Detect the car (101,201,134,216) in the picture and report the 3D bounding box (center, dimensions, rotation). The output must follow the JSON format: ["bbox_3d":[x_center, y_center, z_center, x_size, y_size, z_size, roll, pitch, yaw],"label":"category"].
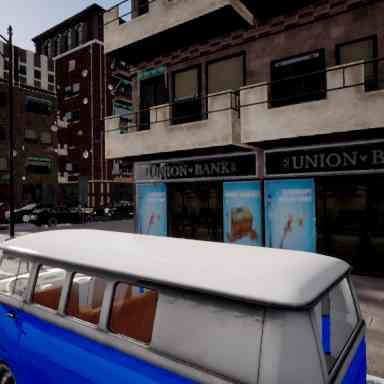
[{"bbox_3d":[-6.919,1.675,34.563,2.128,1.511,4.902,-1,-1,36],"label":"car"}]

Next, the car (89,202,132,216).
[{"bbox_3d":[-8.799,1.799,36.389,1.947,1.339,4.313,-2,-1,36],"label":"car"}]

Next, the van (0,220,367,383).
[{"bbox_3d":[-0.491,1.342,3.200,3.998,1.788,1.690,0,-1,35],"label":"van"}]

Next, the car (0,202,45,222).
[{"bbox_3d":[-12.462,1.636,26.961,1.837,1.490,4.892,-1,-1,36],"label":"car"}]

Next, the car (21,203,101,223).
[{"bbox_3d":[-8.668,1.584,22.338,1.947,1.339,4.313,-2,-1,36],"label":"car"}]
